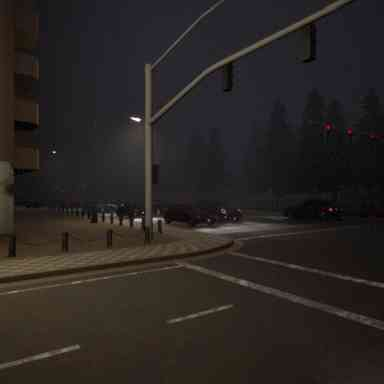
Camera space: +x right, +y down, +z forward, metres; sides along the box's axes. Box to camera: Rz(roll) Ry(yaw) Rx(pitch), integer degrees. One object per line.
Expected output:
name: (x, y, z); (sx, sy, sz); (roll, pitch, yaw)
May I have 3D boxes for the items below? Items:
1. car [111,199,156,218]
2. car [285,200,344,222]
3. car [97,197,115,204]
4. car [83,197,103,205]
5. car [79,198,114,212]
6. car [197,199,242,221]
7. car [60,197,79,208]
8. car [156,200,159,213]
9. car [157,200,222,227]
car: (-5.435, 1.615, 30.577); (1.994, 1.385, 4.181); (0, 0, -36)
car: (9.939, 1.400, 27.510); (2.097, 1.767, 4.553); (0, 0, -38)
car: (-16.689, 1.648, 64.485); (1.895, 1.301, 4.718); (0, 0, -36)
car: (-18.015, 1.650, 60.365); (1.895, 1.301, 4.718); (0, 0, -36)
car: (-11.177, 1.652, 38.562); (1.895, 1.301, 4.718); (0, 0, -36)
car: (1.862, 1.402, 26.439); (2.097, 1.767, 4.553); (0, 0, -36)
car: (-17.286, 1.529, 47.108); (1.882, 1.535, 5.008); (0, 0, -35)
car: (-3.374, 1.541, 33.709); (2.128, 1.511, 4.902); (0, 0, -36)
car: (-0.319, 1.577, 23.508); (1.812, 1.442, 4.674); (0, 0, -37)
